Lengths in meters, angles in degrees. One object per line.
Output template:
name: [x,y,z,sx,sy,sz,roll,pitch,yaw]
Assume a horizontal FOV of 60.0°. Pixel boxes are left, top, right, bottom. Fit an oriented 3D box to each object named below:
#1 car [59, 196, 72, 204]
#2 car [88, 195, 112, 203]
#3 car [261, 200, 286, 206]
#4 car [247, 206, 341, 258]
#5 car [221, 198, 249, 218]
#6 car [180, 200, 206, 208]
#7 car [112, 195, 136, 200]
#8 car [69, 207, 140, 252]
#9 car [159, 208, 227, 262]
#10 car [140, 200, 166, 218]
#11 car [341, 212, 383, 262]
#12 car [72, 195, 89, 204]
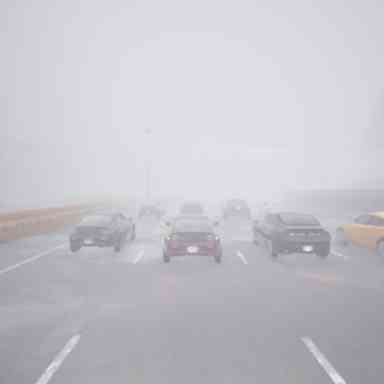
car: [-21.112,1.356,57.593,1.812,1.442,4.674,0,0,12]
car: [-14.581,1.342,54.573,1.837,1.490,4.892,0,0,11]
car: [7.110,1.432,28.858,1.812,1.442,4.674,0,0,2]
car: [3.499,1.463,12.461,1.837,1.490,4.892,0,0,0]
car: [3.562,1.264,27.521,2.097,1.767,4.553,0,0,2]
car: [0.071,1.420,27.873,1.837,1.490,4.892,0,1,2]
car: [-10.858,1.324,55.258,2.128,1.511,4.902,0,0,12]
car: [-3.502,1.485,13.591,1.812,1.442,4.674,0,0,0]
car: [0.001,1.490,11.822,1.812,1.442,4.674,0,0,0]
car: [-3.394,1.438,28.731,1.812,1.442,4.674,0,0,2]
car: [6.999,1.437,11.975,1.882,1.535,5.008,0,0,0]
car: [-17.720,1.309,56.697,1.882,1.535,5.008,0,0,12]
